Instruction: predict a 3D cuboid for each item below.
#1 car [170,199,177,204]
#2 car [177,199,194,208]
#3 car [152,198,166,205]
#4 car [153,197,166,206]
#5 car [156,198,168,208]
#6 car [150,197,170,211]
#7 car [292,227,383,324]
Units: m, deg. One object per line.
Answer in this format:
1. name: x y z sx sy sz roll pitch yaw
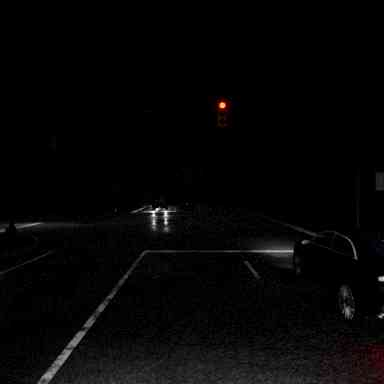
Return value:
1. car: -4.727 2.441 83.565 1.895 1.301 4.718 0 -1 -22
2. car: -0.847 1.718 49.801 1.994 1.385 4.181 0 -1 -5
3. car: -8.354 2.345 83.173 1.882 1.535 5.008 0 -1 -25
4. car: -6.060 1.748 61.734 2.097 1.767 4.553 0 -1 -10
5. car: -4.751 1.720 51.922 1.812 1.442 4.674 0 -1 -6
6. car: -4.071 1.596 42.803 1.812 1.442 4.674 0 -1 -3
7. car: 3.583 1.492 7.098 2.128 1.511 4.902 0 0 1
